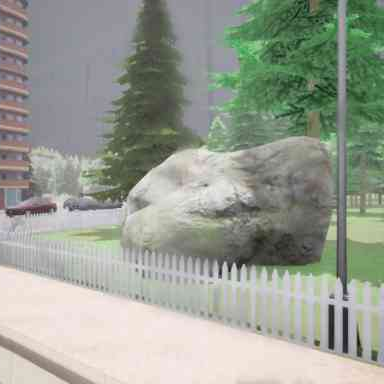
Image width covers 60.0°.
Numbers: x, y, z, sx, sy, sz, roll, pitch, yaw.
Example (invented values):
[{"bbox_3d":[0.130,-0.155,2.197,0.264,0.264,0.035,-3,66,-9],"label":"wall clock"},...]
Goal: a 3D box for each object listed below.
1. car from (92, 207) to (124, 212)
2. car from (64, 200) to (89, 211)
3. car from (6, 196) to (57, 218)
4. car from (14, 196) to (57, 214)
[{"bbox_3d":[-9.183,1.434,37.895,2.128,1.511,4.902,0,0,6],"label":"car"},{"bbox_3d":[-12.814,1.506,39.059,1.994,1.385,4.181,0,0,4],"label":"car"},{"bbox_3d":[-14.466,1.420,30.219,1.882,1.535,5.008,0,0,15],"label":"car"},{"bbox_3d":[-16.727,1.294,35.864,2.097,1.767,4.553,0,0,8],"label":"car"}]
